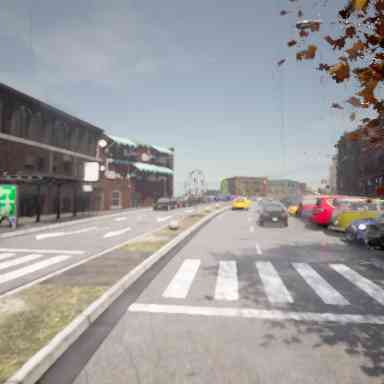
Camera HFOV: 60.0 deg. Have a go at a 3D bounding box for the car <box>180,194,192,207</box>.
[{"bbox_3d":[-2.033,1.414,45.984,2.163,1.488,4.792,0,0,14],"label":"car"}]

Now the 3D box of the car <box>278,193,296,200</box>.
[{"bbox_3d":[16.591,1.159,52.134,5.566,2.045,2.435,1,0,16],"label":"car"}]

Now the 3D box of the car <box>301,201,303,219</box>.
[{"bbox_3d":[10.341,1.586,22.769,4.792,1.488,2.163,0,0,9],"label":"car"}]

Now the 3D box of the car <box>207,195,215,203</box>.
[{"bbox_3d":[2.323,1.392,62.071,2.002,1.452,4.674,0,0,17],"label":"car"}]

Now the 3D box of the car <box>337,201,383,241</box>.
[{"bbox_3d":[9.227,1.436,14.615,4.553,1.767,2.185,0,0,8],"label":"car"}]

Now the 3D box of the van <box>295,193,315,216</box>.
[{"bbox_3d":[11.353,1.317,28.002,4.442,1.987,1.878,0,0,10],"label":"van"}]

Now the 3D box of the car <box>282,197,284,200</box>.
[{"bbox_3d":[13.363,1.520,38.733,4.792,1.488,2.163,0,0,13],"label":"car"}]

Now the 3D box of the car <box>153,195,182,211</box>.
[{"bbox_3d":[-3.239,1.411,40.625,2.097,1.535,5.008,0,0,13],"label":"car"}]

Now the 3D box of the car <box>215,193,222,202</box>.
[{"bbox_3d":[3.971,1.424,67.363,2.002,1.452,4.674,0,0,18],"label":"car"}]

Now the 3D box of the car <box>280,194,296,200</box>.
[{"bbox_3d":[15.198,1.462,46.849,4.792,1.488,2.163,0,0,15],"label":"car"}]

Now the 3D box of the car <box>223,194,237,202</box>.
[{"bbox_3d":[9.557,1.490,83.052,2.185,1.767,4.553,0,-1,22],"label":"car"}]

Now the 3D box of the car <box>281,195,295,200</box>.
[{"bbox_3d":[13.922,1.474,41.408,4.892,1.521,2.231,0,0,13],"label":"car"}]

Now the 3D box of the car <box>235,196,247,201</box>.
[{"bbox_3d":[13.802,1.918,93.254,2.002,1.452,4.674,0,-1,24],"label":"car"}]

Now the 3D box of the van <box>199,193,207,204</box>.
[{"bbox_3d":[0.718,1.116,56.632,1.878,1.987,4.442,0,0,16],"label":"van"}]

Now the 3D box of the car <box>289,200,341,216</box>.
[{"bbox_3d":[12.233,1.560,33.392,4.674,1.452,2.002,0,0,11],"label":"car"}]

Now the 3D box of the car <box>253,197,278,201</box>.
[{"bbox_3d":[8.194,1.546,37.164,2.033,1.411,5.357,0,0,12],"label":"car"}]

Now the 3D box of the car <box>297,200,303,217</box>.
[{"bbox_3d":[10.779,1.590,25.348,4.674,1.452,2.002,0,0,10],"label":"car"}]

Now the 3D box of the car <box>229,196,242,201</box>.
[{"bbox_3d":[11.663,1.741,88.275,2.231,1.521,4.892,0,-1,23],"label":"car"}]

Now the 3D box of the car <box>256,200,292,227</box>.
[{"bbox_3d":[5.676,1.570,23.550,1.812,1.442,4.674,0,0,9],"label":"car"}]

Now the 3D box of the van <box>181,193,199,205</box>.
[{"bbox_3d":[-0.715,1.130,51.282,1.878,1.987,4.442,0,0,15],"label":"van"}]

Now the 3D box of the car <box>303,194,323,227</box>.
[{"bbox_3d":[10.001,1.310,20.062,5.566,2.045,2.435,0,0,9],"label":"car"}]

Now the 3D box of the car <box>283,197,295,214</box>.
[{"bbox_3d":[11.538,1.527,30.746,5.366,1.575,1.946,0,0,11],"label":"car"}]

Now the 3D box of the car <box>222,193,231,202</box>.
[{"bbox_3d":[7.556,1.263,77.814,2.435,2.045,5.566,0,-1,21],"label":"car"}]

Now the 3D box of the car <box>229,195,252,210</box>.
[{"bbox_3d":[6.308,1.436,42.434,1.882,1.535,5.008,0,0,13],"label":"car"}]

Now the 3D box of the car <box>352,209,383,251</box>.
[{"bbox_3d":[8.798,1.561,11.893,4.892,1.521,2.231,0,0,8],"label":"car"}]

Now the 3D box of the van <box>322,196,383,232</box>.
[{"bbox_3d":[9.473,1.335,17.364,4.442,1.987,1.878,0,0,8],"label":"van"}]
